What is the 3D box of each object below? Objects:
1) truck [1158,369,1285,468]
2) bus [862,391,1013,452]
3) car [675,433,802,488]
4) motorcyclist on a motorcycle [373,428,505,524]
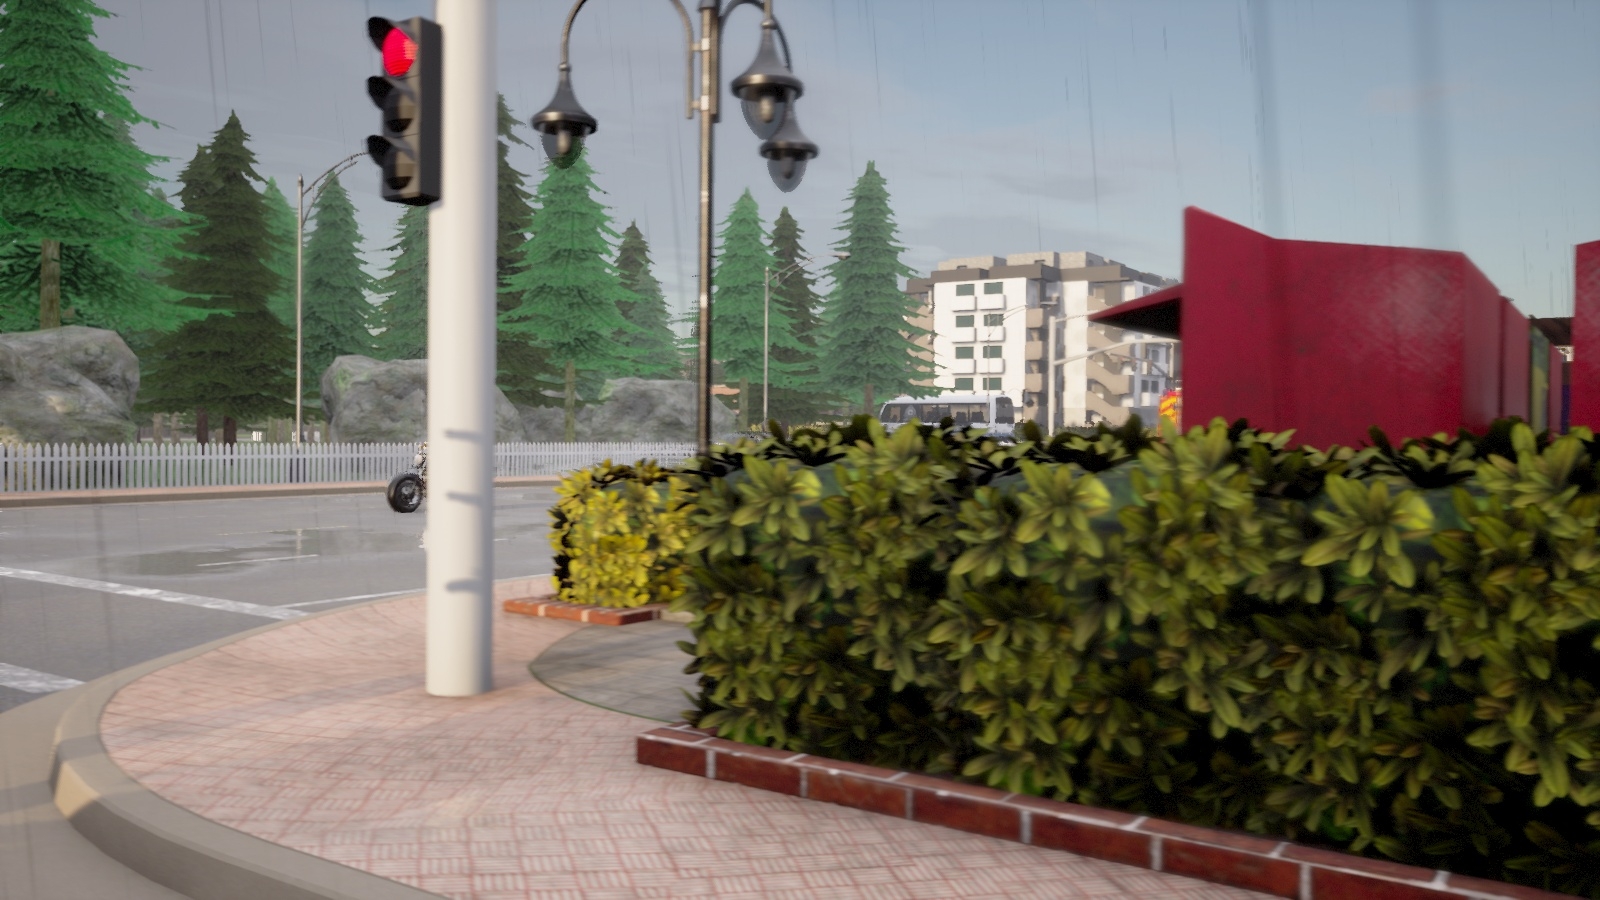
[{"bbox_3d":[17.883,-1.298,52.846,2.891,3.827,8.468,0,1,34],"label":"truck"},{"bbox_3d":[9.944,-2.036,91.445,10.273,4.253,3.944,0,1,35],"label":"bus"},{"bbox_3d":[-1.740,0.266,36.293,1.845,1.501,3.633,0,1,34],"label":"car"},{"bbox_3d":[-6.550,0.438,22.913,0.766,1.649,2.350,0,1,34],"label":"motorcyclist on a motorcycle"}]
